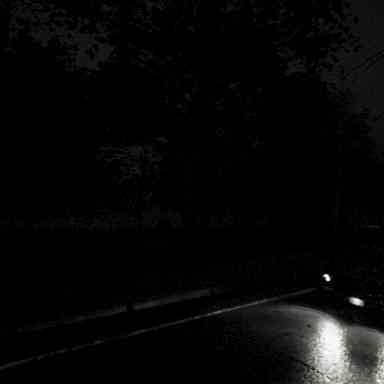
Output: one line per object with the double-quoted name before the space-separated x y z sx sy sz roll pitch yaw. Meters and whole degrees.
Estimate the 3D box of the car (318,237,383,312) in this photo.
"car" 5.239 1.737 7.743 5.357 1.411 2.033 2 -1 -36
